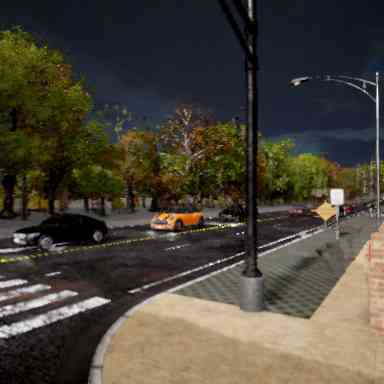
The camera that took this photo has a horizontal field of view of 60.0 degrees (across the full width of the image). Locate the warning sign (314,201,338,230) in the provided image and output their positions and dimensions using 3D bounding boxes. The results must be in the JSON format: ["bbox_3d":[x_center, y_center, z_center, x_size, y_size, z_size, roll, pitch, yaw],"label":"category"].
[{"bbox_3d":[8.932,1.548,22.219,1.300,1.860,1.060,0,-1,32],"label":"warning sign"}]

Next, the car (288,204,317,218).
[{"bbox_3d":[13.234,2.325,40.435,2.033,1.411,5.357,-1,-1,33],"label":"car"}]

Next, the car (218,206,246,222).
[{"bbox_3d":[4.304,2.121,32.601,1.837,1.490,4.892,-1,-1,32],"label":"car"}]

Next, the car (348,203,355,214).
[{"bbox_3d":[23.501,2.459,50.583,1.882,1.535,5.008,-1,-1,32],"label":"car"}]

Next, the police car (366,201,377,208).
[{"bbox_3d":[44.641,3.010,82.569,1.930,1.638,5.238,-1,-1,32],"label":"police car"}]

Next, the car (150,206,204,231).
[{"bbox_3d":[-0.986,1.802,24.195,2.097,1.767,4.553,-1,-1,32],"label":"car"}]

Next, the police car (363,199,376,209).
[{"bbox_3d":[39.320,2.853,74.103,1.930,1.638,5.238,-1,-1,32],"label":"police car"}]

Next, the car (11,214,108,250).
[{"bbox_3d":[-6.140,1.812,15.999,1.812,1.442,4.674,-1,-1,32],"label":"car"}]

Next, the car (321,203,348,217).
[{"bbox_3d":[17.954,2.315,41.748,1.837,1.490,4.892,-1,-1,32],"label":"car"}]

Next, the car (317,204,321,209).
[{"bbox_3d":[18.854,2.478,49.460,1.812,1.442,4.674,-1,-1,32],"label":"car"}]
